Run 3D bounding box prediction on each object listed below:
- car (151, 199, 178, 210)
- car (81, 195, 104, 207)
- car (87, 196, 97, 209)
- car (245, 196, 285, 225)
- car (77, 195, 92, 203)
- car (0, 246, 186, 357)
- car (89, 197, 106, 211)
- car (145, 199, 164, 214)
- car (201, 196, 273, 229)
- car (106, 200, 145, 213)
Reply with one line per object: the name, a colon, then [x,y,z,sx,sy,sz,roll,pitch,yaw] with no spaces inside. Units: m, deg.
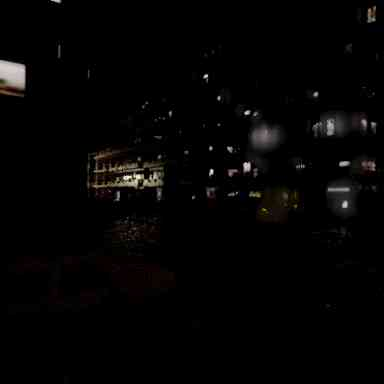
car: [-3.882,1.696,45.927,1.802,1.307,4.206,1,0,-36]
car: [-15.727,1.422,52.584,2.097,1.767,4.553,1,0,-36]
car: [-13.991,1.584,45.600,1.947,1.339,4.313,1,0,-36]
car: [4.257,1.343,24.812,2.150,2.045,5.566,1,0,-36]
car: [-23.814,1.498,73.454,1.967,1.590,4.097,1,0,-36]
car: [-2.377,1.533,4.866,4.829,1.417,1.752,1,0,-35]
car: [-10.668,1.599,41.011,1.947,1.339,4.313,1,0,-36]
car: [-4.628,1.554,37.090,1.882,1.535,5.008,1,0,-36]
car: [2.624,1.414,22.660,2.192,1.841,5.009,1,0,-36]
car: [-7.345,1.593,36.423,1.887,1.381,4.507,1,0,-36]
